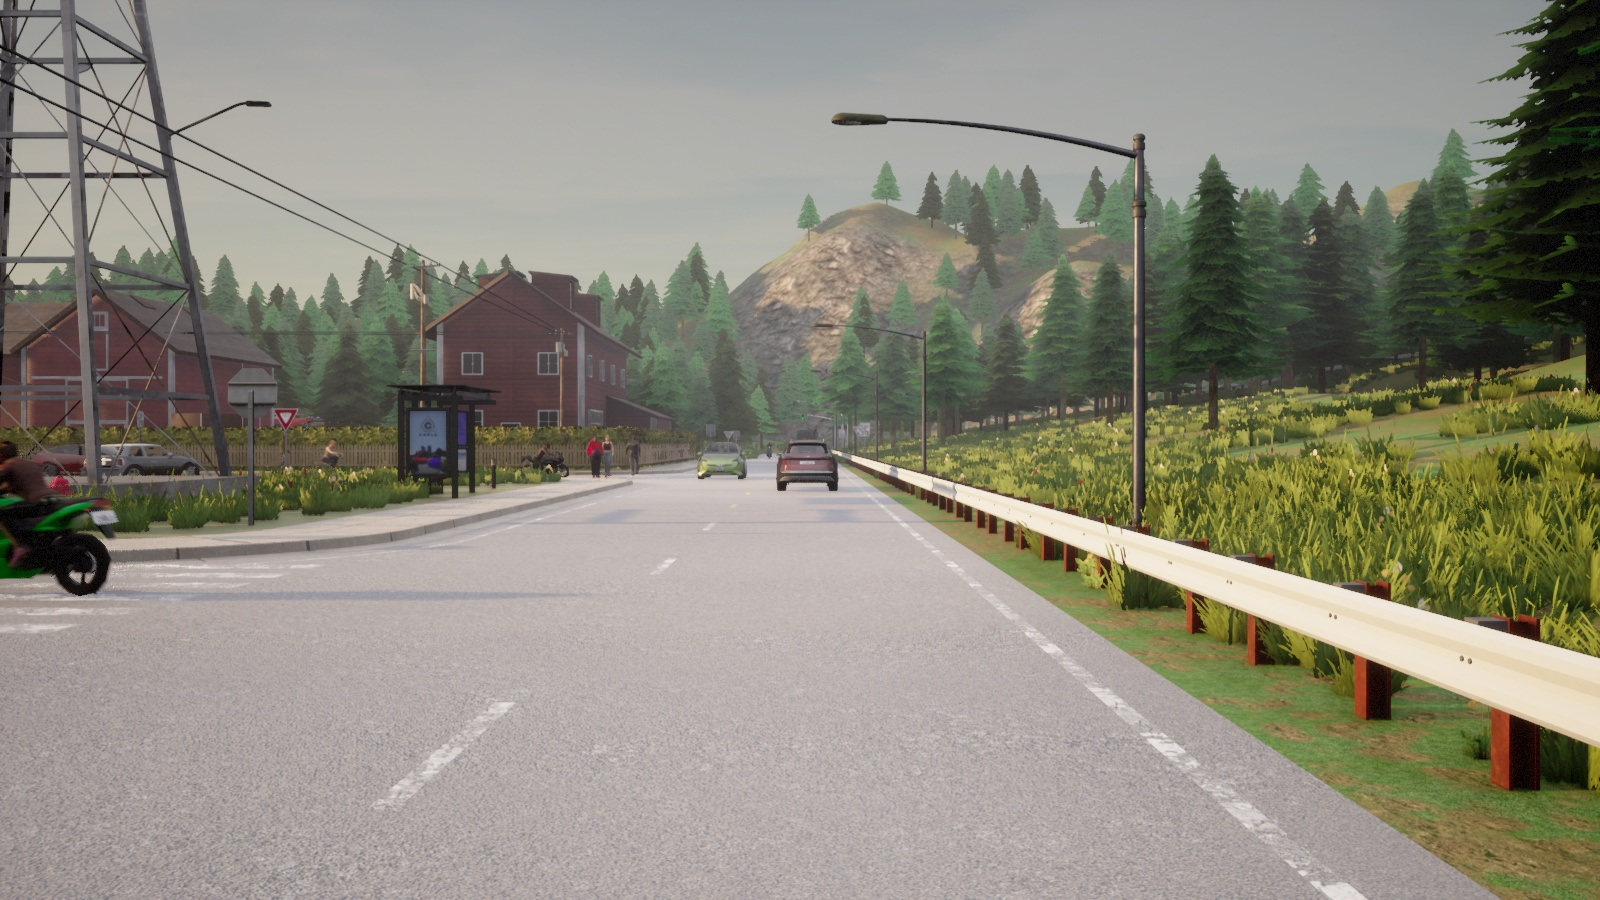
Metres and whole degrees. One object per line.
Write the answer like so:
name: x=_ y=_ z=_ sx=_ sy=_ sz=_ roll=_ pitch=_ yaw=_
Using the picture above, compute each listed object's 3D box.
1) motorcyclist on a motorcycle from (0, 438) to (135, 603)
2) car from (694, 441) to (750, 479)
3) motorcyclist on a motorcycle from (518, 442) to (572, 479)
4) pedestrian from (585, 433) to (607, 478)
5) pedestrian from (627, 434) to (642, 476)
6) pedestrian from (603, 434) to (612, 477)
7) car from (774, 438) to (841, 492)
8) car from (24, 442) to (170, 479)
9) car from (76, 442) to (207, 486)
motorcyclist on a motorcycle: x=-7.700 y=0.653 z=12.255 sx=2.044 sy=1.523 sz=0.797 roll=0 pitch=2 yaw=9
car: x=-3.200 y=0.393 z=52.288 sx=2.007 sy=1.525 sz=4.514 roll=0 pitch=0 yaw=0
motorcyclist on a motorcycle: x=-10.493 y=0.426 z=51.699 sx=2.044 sy=1.523 sz=0.797 roll=0 pitch=0 yaw=1
pedestrian: x=-8.566 y=0.225 z=52.705 sx=0.634 sy=1.844 sz=0.899 roll=0 pitch=0 yaw=-28
pedestrian: x=-7.412 y=0.205 z=56.277 sx=0.563 sy=1.883 sz=0.849 roll=0 pitch=0 yaw=2
pedestrian: x=-8.285 y=0.218 z=53.991 sx=0.345 sy=1.836 sz=0.594 roll=0 pitch=0 yaw=-7
car: x=0.237 y=0.445 z=40.682 sx=2.033 sy=1.649 sz=4.856 roll=0 pitch=0 yaw=0
car: x=-28.863 y=0.429 z=51.669 sx=4.792 sy=1.488 sz=2.163 roll=0 pitch=0 yaw=0
car: x=-22.669 y=0.447 z=43.386 sx=1.970 sy=1.475 sz=3.806 roll=0 pitch=0 yaw=15
